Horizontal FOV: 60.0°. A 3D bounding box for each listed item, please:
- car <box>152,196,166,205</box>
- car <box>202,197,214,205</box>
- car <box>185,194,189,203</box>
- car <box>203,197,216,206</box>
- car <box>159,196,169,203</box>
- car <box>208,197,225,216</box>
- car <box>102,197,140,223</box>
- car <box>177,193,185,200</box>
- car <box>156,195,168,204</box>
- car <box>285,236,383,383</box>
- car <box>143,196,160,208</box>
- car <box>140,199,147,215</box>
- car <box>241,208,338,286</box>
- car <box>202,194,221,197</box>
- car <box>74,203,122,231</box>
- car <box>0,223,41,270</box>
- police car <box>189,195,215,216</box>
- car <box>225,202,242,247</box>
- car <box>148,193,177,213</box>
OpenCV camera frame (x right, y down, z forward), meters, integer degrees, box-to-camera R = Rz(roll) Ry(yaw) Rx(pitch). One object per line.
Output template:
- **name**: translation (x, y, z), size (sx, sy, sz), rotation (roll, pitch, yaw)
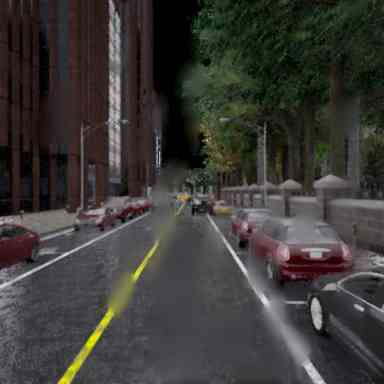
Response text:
- **car**: translation (-5.751, 1.502, 58.471), size (1.887, 1.381, 4.507), rotation (0, 0, 0)
- **car**: translation (2.774, 1.523, 58.471), size (1.947, 1.339, 4.313), rotation (0, 0, 0)
- **car**: translation (0.014, 1.422, 67.588), size (1.837, 1.490, 4.892), rotation (0, 0, 0)
- **car**: translation (2.773, 1.485, 53.184), size (1.752, 1.417, 4.829), rotation (0, 0, 0)
- **car**: translation (-5.749, 1.479, 69.215), size (1.752, 1.417, 4.829), rotation (0, 0, 0)
- **car**: translation (2.768, 1.496, 31.358), size (1.752, 1.417, 4.829), rotation (0, 0, 0)
- **car**: translation (-5.758, 1.290, 25.728), size (2.192, 1.841, 5.009), rotation (0, 0, 0)
- **car**: translation (-1.575, 1.240, 78.680), size (1.882, 1.535, 5.008), rotation (0, 1, -38)
- **car**: translation (-5.750, 1.395, 63.928), size (1.967, 1.590, 4.097), rotation (0, 0, 0)
- **car**: translation (2.763, 1.547, 3.906), size (2.008, 1.369, 4.403), rotation (0, 0, 0)
- **car**: translation (-5.754, 1.402, 47.557), size (1.967, 1.590, 4.097), rotation (0, 0, 0)
- **car**: translation (-5.757, 1.515, 31.185), size (1.887, 1.381, 4.507), rotation (0, 0, 0)
- **car**: translation (2.764, 1.431, 9.362), size (1.967, 1.590, 4.097), rotation (0, 0, 0)
- **car**: translation (2.770, 1.279, 42.101), size (2.192, 1.841, 5.009), rotation (0, 0, 0)
- **car**: translation (-5.759, 1.562, 20.272), size (1.802, 1.307, 4.206), rotation (0, 0, 0)
- **car**: translation (-5.761, 1.573, 9.357), size (1.802, 1.307, 4.206), rotation (0, 0, 0)
- **police car**: translation (0.906, 1.395, 32.846), size (1.930, 1.638, 5.238), rotation (0, 0, 0)
- **car**: translation (2.765, 1.425, 14.819), size (1.967, 1.590, 4.097), rotation (0, 0, 0)
- **car**: translation (-3.087, 1.188, 36.293), size (2.150, 2.045, 5.566), rotation (0, 0, 0)
